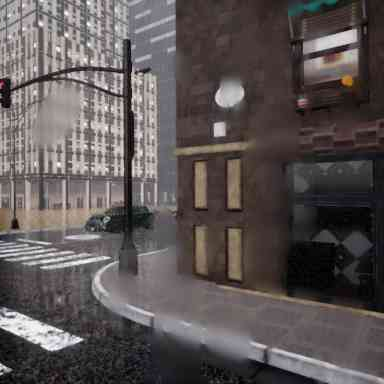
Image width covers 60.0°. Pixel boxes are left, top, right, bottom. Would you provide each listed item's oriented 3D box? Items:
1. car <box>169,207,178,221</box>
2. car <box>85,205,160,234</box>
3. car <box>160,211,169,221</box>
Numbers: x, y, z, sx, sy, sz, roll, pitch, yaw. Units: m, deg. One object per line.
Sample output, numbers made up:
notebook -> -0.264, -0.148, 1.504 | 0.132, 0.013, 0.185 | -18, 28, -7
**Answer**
car -> -0.984, 1.977, 30.883 | 2.008, 1.369, 4.403 | -2, -2, 35
car -> -4.482, 1.610, 21.109 | 2.097, 1.767, 4.553 | -1, -1, 35
car -> -4.172, 1.896, 26.316 | 2.008, 1.369, 4.403 | -2, -2, 35
